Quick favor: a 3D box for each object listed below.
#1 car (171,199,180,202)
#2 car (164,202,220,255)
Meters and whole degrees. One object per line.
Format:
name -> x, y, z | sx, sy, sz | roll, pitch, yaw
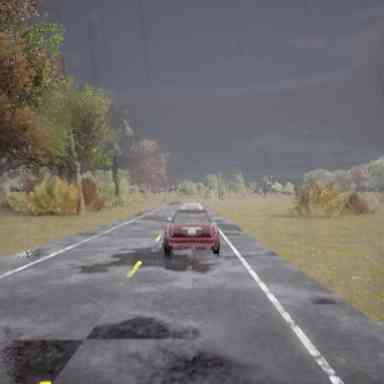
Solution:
car -> -3.503, 2.183, 70.961 | 1.994, 1.385, 4.181 | 0, 0, 0
car -> 0.002, 1.482, 14.059 | 2.097, 1.767, 4.553 | 0, -1, 0
